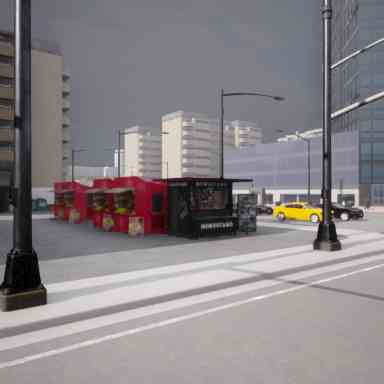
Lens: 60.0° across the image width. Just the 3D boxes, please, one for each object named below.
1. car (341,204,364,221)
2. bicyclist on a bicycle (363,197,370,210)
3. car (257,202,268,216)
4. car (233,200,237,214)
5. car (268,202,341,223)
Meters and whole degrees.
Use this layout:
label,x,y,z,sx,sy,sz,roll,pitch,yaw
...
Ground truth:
label,x,y,z,sx,sy,sz,roll,pitch,yaw
car,12.056,1.587,28.562,1.882,1.535,5.008,0,-1,-36
bicyclist on a bicycle,22.311,1.466,42.485,1.656,1.620,0.582,0,0,-36
car,6.774,1.778,35.843,1.994,1.385,4.181,0,-1,-36
car,3.130,1.455,34.914,2.150,2.045,5.566,0,-1,-36
car,8.952,1.589,26.846,1.882,1.535,5.008,0,-1,-38
